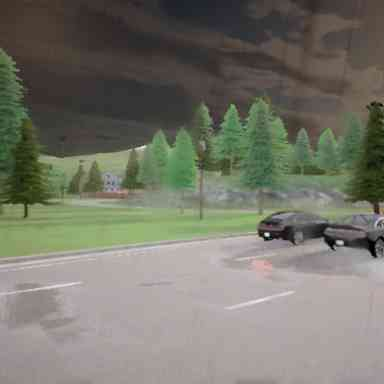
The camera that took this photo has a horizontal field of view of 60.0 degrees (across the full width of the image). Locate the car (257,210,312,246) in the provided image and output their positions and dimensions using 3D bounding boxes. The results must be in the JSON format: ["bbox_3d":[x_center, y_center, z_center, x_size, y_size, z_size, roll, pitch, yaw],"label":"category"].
[{"bbox_3d":[5.310,1.651,16.224,4.892,1.490,1.837,0,0,-36],"label":"car"}]

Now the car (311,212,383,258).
[{"bbox_3d":[7.318,1.636,13.385,4.902,1.511,2.128,1,0,-35],"label":"car"}]
